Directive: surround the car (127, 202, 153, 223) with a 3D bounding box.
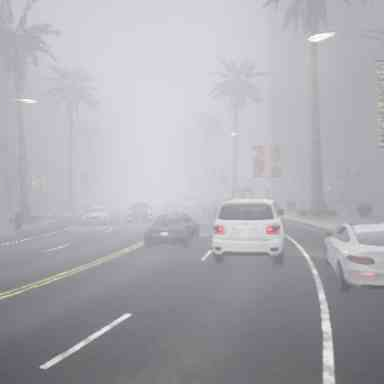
[{"bbox_3d":[-4.546,1.687,29.269,2.097,1.767,4.553,-1,0,-8],"label":"car"}]

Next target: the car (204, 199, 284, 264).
[{"bbox_3d":[2.138,1.254,12.119,2.150,2.045,5.566,-1,0,13],"label":"car"}]

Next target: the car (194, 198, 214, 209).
[{"bbox_3d":[1.835,1.827,53.594,2.231,1.521,4.892,-1,0,-9],"label":"car"}]

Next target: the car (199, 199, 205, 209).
[{"bbox_3d":[2.260,1.518,30.664,2.097,1.767,4.553,-1,0,-7],"label":"car"}]

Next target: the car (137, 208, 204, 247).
[{"bbox_3d":[-0.822,1.702,15.692,1.994,1.385,4.181,-2,0,9],"label":"car"}]

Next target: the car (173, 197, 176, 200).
[{"bbox_3d":[-2.767,2.036,82.606,2.185,1.767,4.553,-1,0,-9],"label":"car"}]

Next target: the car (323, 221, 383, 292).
[{"bbox_3d":[4.492,1.468,8.447,1.812,1.442,4.674,-2,0,16],"label":"car"}]

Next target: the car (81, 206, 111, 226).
[{"bbox_3d":[-7.913,1.942,27.858,1.812,1.442,4.674,-1,-1,-7],"label":"car"}]

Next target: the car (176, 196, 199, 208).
[{"bbox_3d":[-0.576,1.598,49.061,2.150,2.045,5.566,-1,0,-9],"label":"car"}]

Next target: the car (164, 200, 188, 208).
[{"bbox_3d":[-2.016,1.923,36.387,1.895,1.301,4.718,-1,0,-9],"label":"car"}]
